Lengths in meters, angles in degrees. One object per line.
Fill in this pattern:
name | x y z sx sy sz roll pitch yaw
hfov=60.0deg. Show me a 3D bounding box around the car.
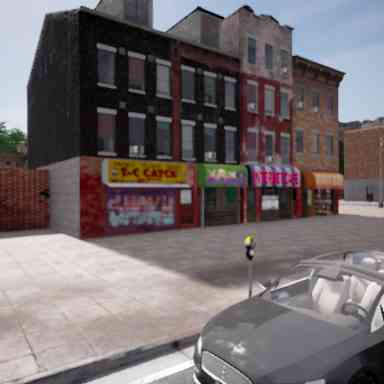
car | 2.043 1.507 4.245 4.403 1.369 2.008 -1 1 -35
